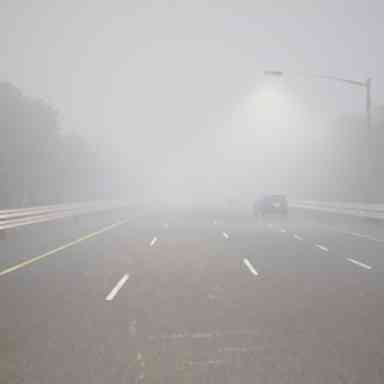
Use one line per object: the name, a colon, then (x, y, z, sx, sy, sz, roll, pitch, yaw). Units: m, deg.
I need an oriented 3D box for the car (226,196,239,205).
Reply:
car: (7.048, 1.536, 58.686, 1.882, 1.535, 5.008, 0, 0, 0)

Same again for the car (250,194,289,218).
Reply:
car: (7.006, 1.230, 29.960, 2.150, 2.045, 5.566, 0, 0, 0)
